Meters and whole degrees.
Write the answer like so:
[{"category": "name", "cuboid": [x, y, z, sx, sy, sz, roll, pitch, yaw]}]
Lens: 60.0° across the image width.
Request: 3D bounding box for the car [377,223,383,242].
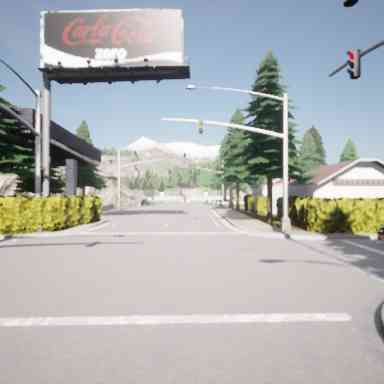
[{"category": "car", "cuboid": [10.617, 1.508, 14.395, 4.553, 1.767, 2.097, 1, 0, 0]}]
